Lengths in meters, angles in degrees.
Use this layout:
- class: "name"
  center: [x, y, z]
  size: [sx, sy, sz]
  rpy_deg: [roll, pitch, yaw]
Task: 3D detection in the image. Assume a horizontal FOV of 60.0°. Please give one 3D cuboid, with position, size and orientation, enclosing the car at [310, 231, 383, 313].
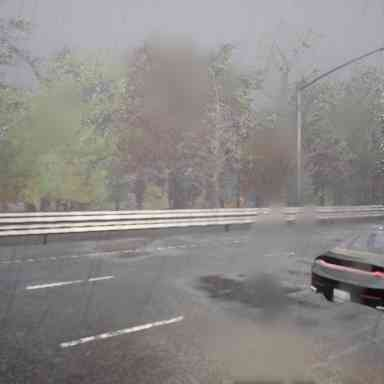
- class: "car"
  center: [4.602, 1.580, 7.040]
  size: [4.902, 1.511, 2.128]
  rpy_deg: [1, 0, -33]
